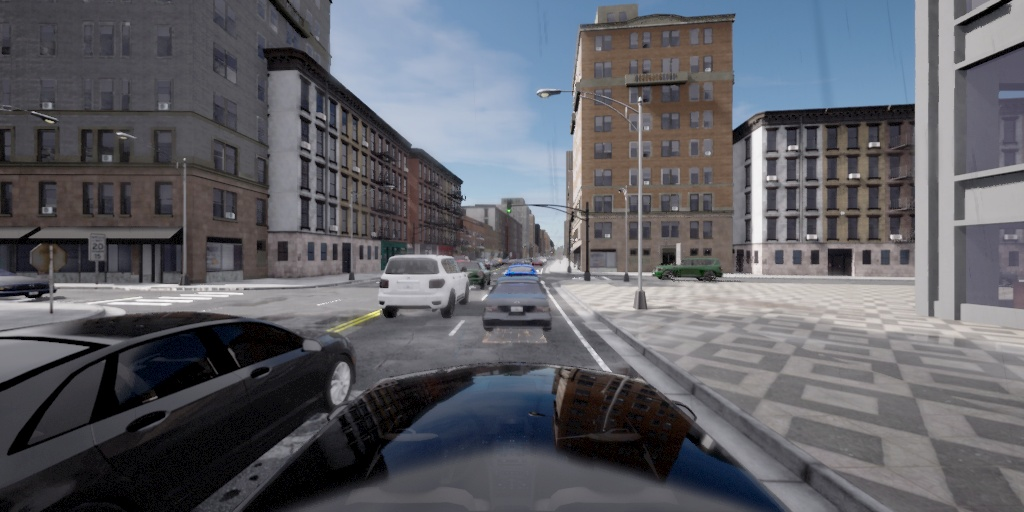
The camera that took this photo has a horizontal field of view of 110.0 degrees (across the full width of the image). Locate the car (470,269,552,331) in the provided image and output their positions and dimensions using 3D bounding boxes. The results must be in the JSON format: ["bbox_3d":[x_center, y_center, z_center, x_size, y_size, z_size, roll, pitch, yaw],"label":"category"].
[{"bbox_3d":[0.199,1.303,10.973,2.033,1.411,5.357,0,0,2],"label":"car"}]

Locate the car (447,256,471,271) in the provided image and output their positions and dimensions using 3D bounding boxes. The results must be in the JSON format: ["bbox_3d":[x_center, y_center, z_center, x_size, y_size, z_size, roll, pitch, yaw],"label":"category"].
[{"bbox_3d":[-7.320,0.981,50.114,2.150,2.045,5.566,0,0,4],"label":"car"}]

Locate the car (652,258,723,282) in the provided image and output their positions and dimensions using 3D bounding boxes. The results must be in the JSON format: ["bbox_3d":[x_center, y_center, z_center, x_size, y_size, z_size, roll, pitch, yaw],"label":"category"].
[{"bbox_3d":[15.222,1.182,31.199,5.566,2.045,2.150,0,0,8],"label":"car"}]

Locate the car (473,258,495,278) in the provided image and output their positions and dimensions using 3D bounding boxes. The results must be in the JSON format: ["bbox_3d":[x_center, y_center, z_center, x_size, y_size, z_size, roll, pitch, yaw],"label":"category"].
[{"bbox_3d":[-2.570,1.117,23.353,2.097,1.767,4.553,0,0,3],"label":"car"}]

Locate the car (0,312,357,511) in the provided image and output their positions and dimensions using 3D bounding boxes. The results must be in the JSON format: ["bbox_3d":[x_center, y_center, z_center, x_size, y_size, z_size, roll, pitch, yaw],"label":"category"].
[{"bbox_3d":[-3.114,1.256,3.155,1.837,1.490,4.892,0,0,0],"label":"car"}]

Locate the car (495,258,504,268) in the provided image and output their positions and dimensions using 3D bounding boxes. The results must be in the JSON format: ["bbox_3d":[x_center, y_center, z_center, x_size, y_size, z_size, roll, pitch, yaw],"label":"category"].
[{"bbox_3d":[-3.177,1.240,58.178,2.128,1.511,4.902,0,0,7],"label":"car"}]

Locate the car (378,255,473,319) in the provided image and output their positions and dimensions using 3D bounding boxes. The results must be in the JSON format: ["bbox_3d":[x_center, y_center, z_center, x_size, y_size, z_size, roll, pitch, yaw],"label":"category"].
[{"bbox_3d":[-2.950,0.980,13.056,2.150,2.045,5.566,0,0,1],"label":"car"}]

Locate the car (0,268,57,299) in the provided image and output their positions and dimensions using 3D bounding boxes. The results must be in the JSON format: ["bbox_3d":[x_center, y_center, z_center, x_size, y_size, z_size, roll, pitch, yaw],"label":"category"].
[{"bbox_3d":[-22.645,1.146,14.941,5.357,1.411,2.033,1,0,-1],"label":"car"}]

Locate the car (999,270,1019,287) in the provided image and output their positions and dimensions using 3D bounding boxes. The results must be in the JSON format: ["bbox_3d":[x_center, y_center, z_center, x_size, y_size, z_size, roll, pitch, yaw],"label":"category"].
[{"bbox_3d":[36.440,1.666,28.353,4.902,1.511,2.128,1,0,8],"label":"car"}]

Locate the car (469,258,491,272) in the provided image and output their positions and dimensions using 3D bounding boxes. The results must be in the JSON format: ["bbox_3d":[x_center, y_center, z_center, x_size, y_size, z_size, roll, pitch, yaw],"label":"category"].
[{"bbox_3d":[-4.262,1.113,48.048,2.097,1.767,4.553,0,0,6],"label":"car"}]

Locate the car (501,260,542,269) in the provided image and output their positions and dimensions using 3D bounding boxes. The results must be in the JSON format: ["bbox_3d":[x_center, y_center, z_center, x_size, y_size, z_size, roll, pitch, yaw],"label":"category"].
[{"bbox_3d":[0.590,1.242,21.353,1.882,1.535,5.008,0,0,2],"label":"car"}]
